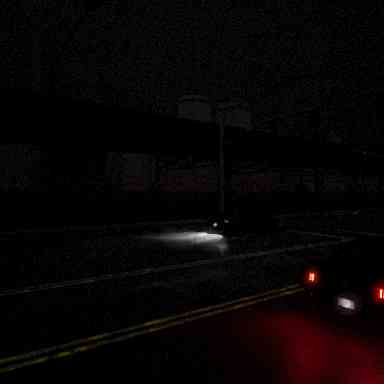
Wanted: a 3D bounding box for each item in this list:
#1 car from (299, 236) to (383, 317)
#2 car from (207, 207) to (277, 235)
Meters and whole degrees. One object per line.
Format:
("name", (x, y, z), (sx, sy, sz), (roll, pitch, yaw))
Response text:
("car", (4.439, 1.601, 6.919), (4.718, 1.301, 1.895), (0, 0, -35))
("car", (2.867, 1.564, 18.904), (4.181, 1.385, 1.994), (0, 0, -35))
